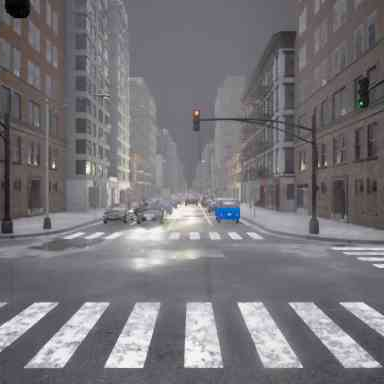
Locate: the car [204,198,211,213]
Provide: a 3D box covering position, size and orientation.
[{"bbox_3d":[2.571,1.580,36.337,1.802,1.307,4.206,0,0,0],"label":"car"}]

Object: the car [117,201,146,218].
[{"bbox_3d":[-5.444,1.543,30.633,1.887,1.381,4.507,0,0,0],"label":"car"}]

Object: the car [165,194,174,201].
[{"bbox_3d":[-5.535,1.409,81.770,1.967,1.590,4.097,0,0,0],"label":"car"}]

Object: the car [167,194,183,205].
[{"bbox_3d":[-2.874,1.551,57.864,1.994,1.385,4.181,0,0,0],"label":"car"}]

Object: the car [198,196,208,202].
[{"bbox_3d":[2.500,1.524,76.106,2.008,1.369,4.403,0,0,0],"label":"car"}]

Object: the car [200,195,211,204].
[{"bbox_3d":[2.520,1.421,64.744,1.967,1.590,4.097,0,0,0],"label":"car"}]

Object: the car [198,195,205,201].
[{"bbox_3d":[2.480,1.530,87.469,1.947,1.339,4.313,0,0,0],"label":"car"}]

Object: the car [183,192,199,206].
[{"bbox_3d":[-0.100,1.340,55.069,2.097,1.767,4.553,0,0,0],"label":"car"}]

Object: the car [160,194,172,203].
[{"bbox_3d":[-5.515,1.292,70.406,2.192,1.841,5.009,0,0,0],"label":"car"}]

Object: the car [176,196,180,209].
[{"bbox_3d":[-2.926,1.559,43.909,1.994,1.385,4.181,0,0,0],"label":"car"}]

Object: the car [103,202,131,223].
[{"bbox_3d":[-5.434,1.549,24.952,2.008,1.369,4.403,0,0,0],"label":"car"}]

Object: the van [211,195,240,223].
[{"bbox_3d":[2.591,1.340,24.975,1.690,1.788,3.998,0,0,0],"label":"van"}]

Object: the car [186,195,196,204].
[{"bbox_3d":[-0.118,1.459,65.101,1.882,1.535,5.008,0,0,0],"label":"car"}]

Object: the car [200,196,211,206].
[{"bbox_3d":[2.551,1.576,47.700,1.802,1.307,4.206,0,0,0],"label":"car"}]

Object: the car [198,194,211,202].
[{"bbox_3d":[2.541,1.305,53.381,2.192,1.841,5.009,0,0,0],"label":"car"}]

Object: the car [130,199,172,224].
[{"bbox_3d":[-2.882,1.490,24.504,2.128,1.511,4.902,0,0,-1],"label":"car"}]

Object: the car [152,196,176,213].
[{"bbox_3d":[-2.912,1.476,33.947,1.882,1.535,5.008,0,0,0],"label":"car"}]
